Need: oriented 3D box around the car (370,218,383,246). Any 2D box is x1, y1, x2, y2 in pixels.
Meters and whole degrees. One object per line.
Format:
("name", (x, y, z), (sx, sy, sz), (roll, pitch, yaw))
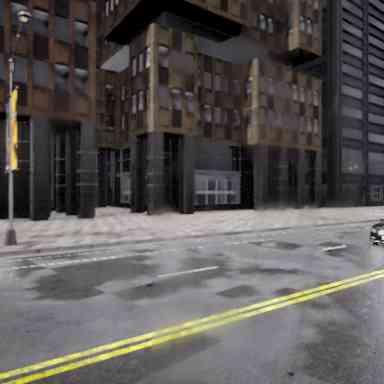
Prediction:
("car", (9.690, 1.572, 14.573), (4.902, 1.511, 2.128), (0, 0, -35))
